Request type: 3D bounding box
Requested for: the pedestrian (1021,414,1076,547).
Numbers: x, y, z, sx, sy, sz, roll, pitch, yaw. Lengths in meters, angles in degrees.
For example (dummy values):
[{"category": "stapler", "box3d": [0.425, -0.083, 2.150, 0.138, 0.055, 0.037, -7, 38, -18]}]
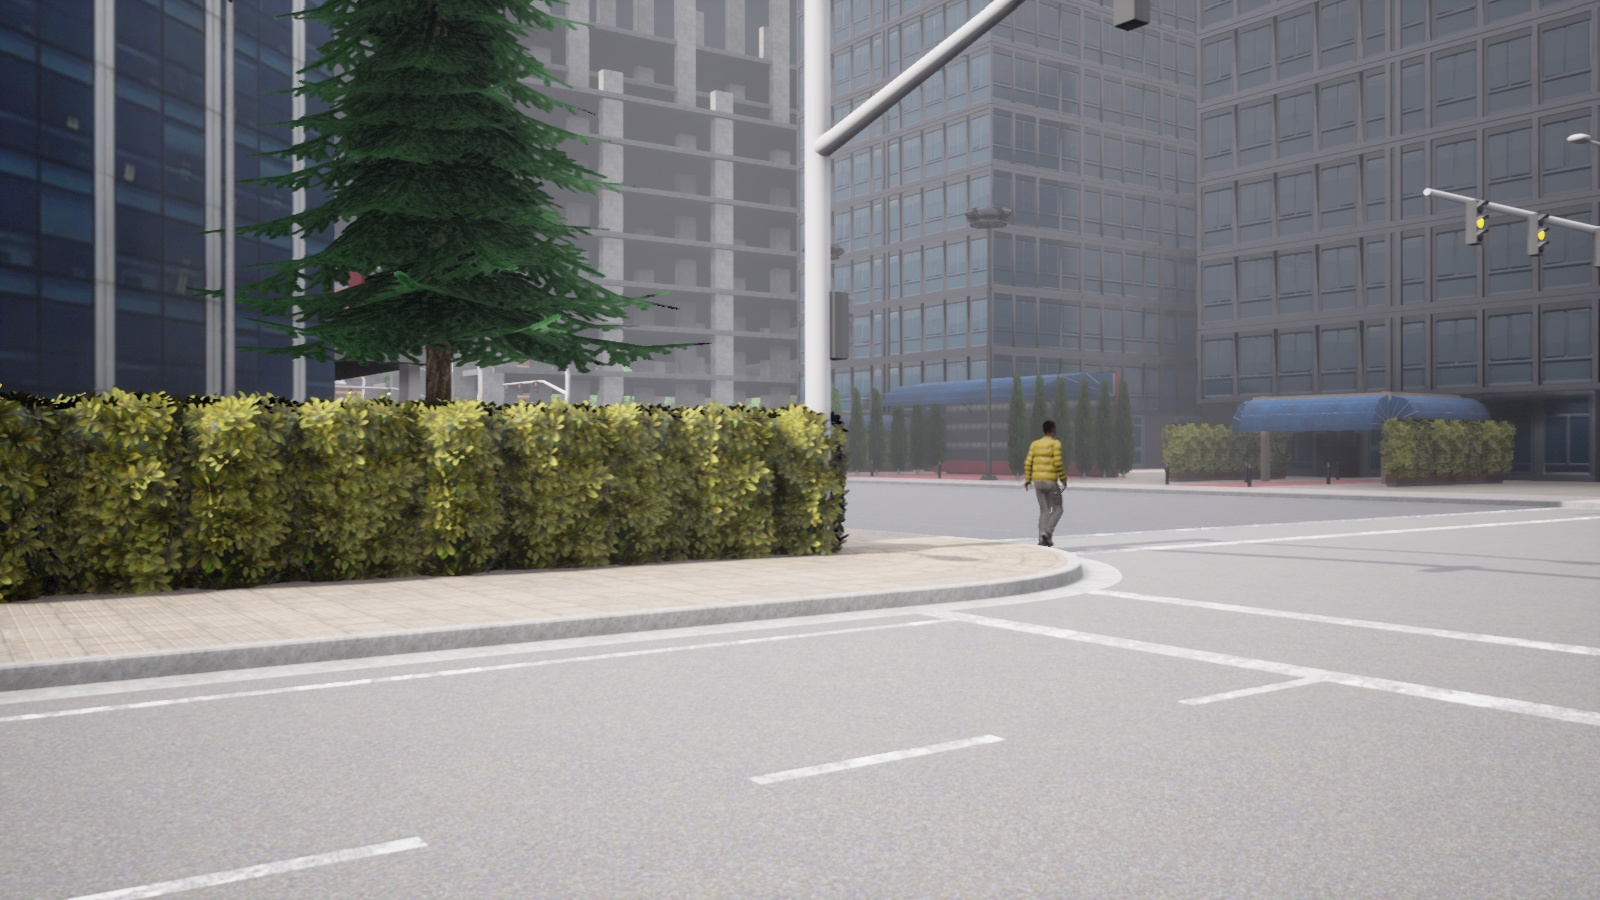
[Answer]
[{"category": "pedestrian", "box3d": [3.519, 0.427, 17.770, 0.709, 1.840, 0.431, 0, 0, -45]}]
